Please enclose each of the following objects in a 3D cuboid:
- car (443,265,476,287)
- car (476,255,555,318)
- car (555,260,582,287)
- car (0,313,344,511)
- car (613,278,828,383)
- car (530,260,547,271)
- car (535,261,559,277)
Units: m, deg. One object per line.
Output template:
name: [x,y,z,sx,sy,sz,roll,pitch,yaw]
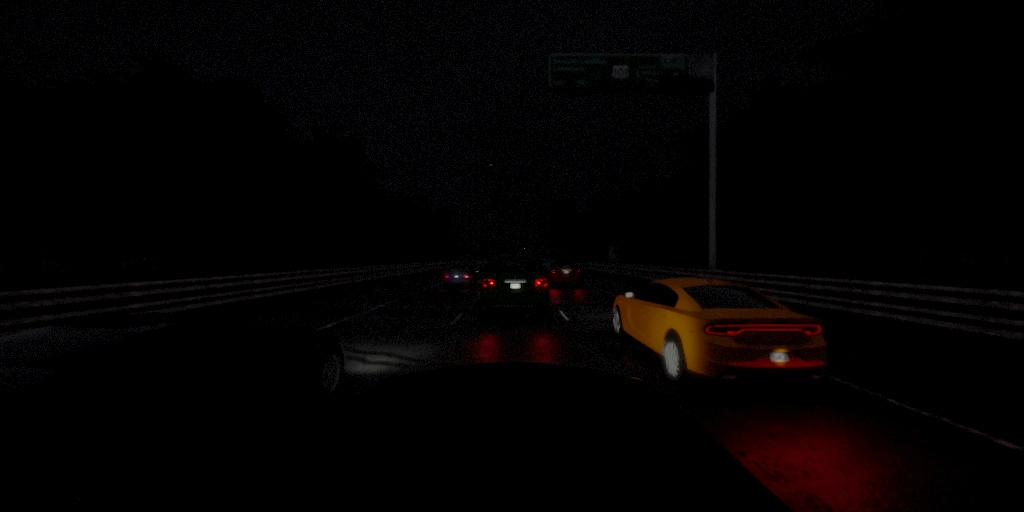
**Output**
car: [-3.398,1.320,24.479,2.033,1.411,5.357,0,0,0]
car: [0.099,0.975,13.187,2.150,2.045,5.566,0,0,0]
car: [3.499,1.071,25.122,2.097,1.767,4.553,0,0,0]
car: [-3.412,1.275,3.438,1.812,1.442,4.674,0,0,0]
car: [3.500,1.174,7.171,1.882,1.535,5.008,0,0,0]
car: [3.745,1.326,51.020,2.128,1.511,4.902,0,0,1]
car: [3.520,1.301,37.124,2.033,1.411,5.357,0,0,0]
